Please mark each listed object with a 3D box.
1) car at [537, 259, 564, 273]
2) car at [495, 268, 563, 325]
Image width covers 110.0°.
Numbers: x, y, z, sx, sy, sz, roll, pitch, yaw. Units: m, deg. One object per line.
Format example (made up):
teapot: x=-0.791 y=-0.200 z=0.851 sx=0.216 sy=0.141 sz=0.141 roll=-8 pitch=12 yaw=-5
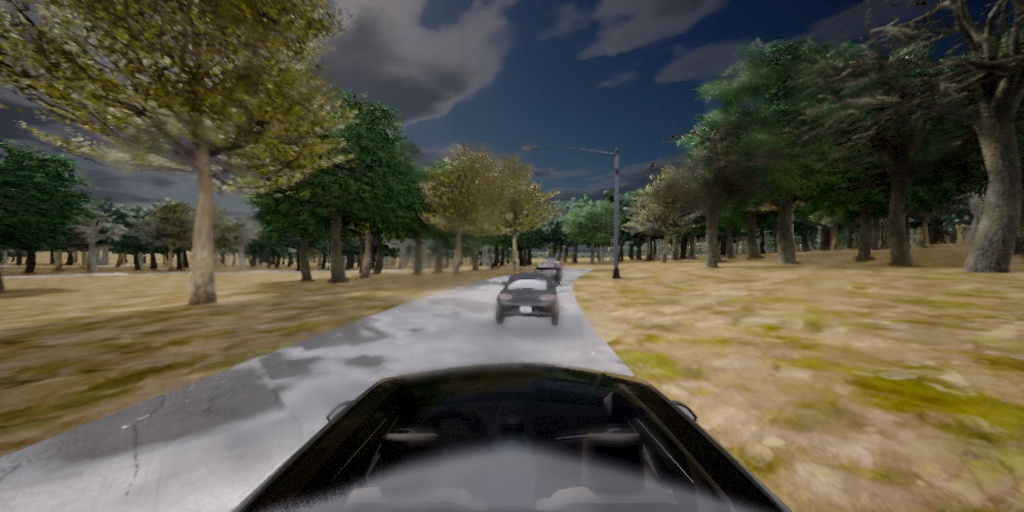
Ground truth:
car: x=2.822 y=1.192 z=27.237 sx=2.128 sy=1.511 sz=4.902 roll=0 pitch=0 yaw=12
car: x=0.573 y=1.264 z=11.740 sx=1.812 sy=1.442 sz=4.674 roll=0 pitch=0 yaw=5
